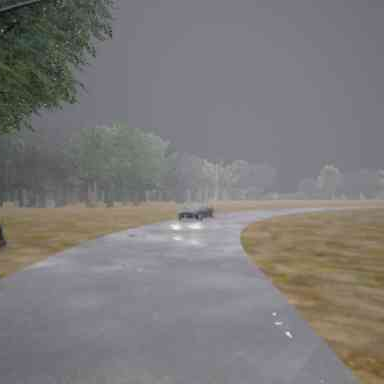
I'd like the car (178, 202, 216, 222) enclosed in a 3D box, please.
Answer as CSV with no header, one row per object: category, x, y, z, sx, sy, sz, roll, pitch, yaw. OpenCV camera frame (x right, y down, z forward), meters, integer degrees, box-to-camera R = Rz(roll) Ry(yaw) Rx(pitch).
car,0.474,1.586,28.195,1.882,1.535,5.008,-1,-1,23
